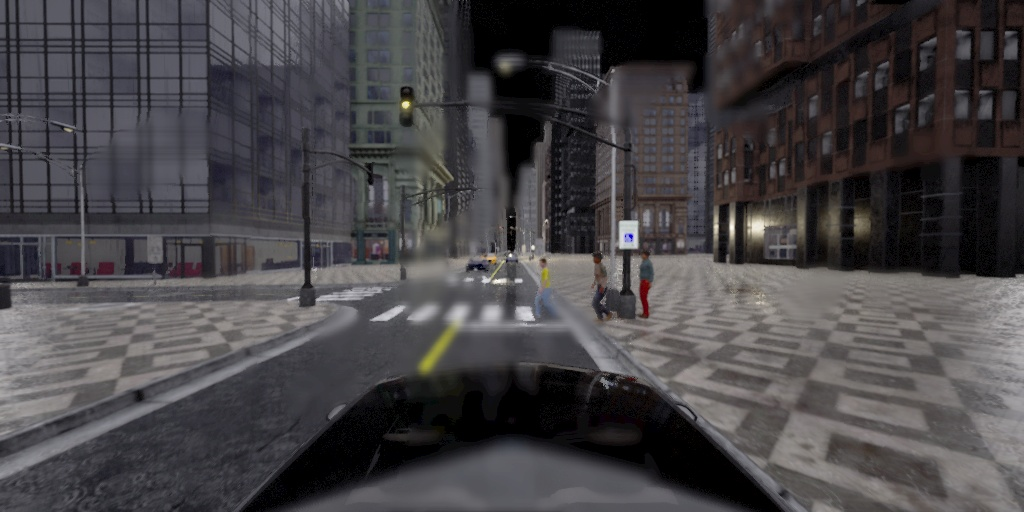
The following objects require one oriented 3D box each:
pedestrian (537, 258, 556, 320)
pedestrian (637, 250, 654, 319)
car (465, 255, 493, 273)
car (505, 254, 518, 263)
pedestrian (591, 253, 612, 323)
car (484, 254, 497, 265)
[{"bbox_3d":[0.989,0.892,10.308,0.375,1.860,0.375,0,1,0],"label":"pedestrian"},{"bbox_3d":[3.592,0.750,9.751,0.375,1.860,0.375,0,1,0],"label":"pedestrian"},{"bbox_3d":[-3.095,0.805,32.742,1.895,1.301,4.718,0,1,0],"label":"car"},{"bbox_3d":[-0.003,0.378,55.534,1.994,1.385,4.181,0,1,0],"label":"car"},{"bbox_3d":[2.221,0.759,9.076,0.375,1.860,0.375,0,1,0],"label":"pedestrian"},{"bbox_3d":[-3.080,0.411,48.489,1.882,1.535,5.008,0,1,0],"label":"car"}]
